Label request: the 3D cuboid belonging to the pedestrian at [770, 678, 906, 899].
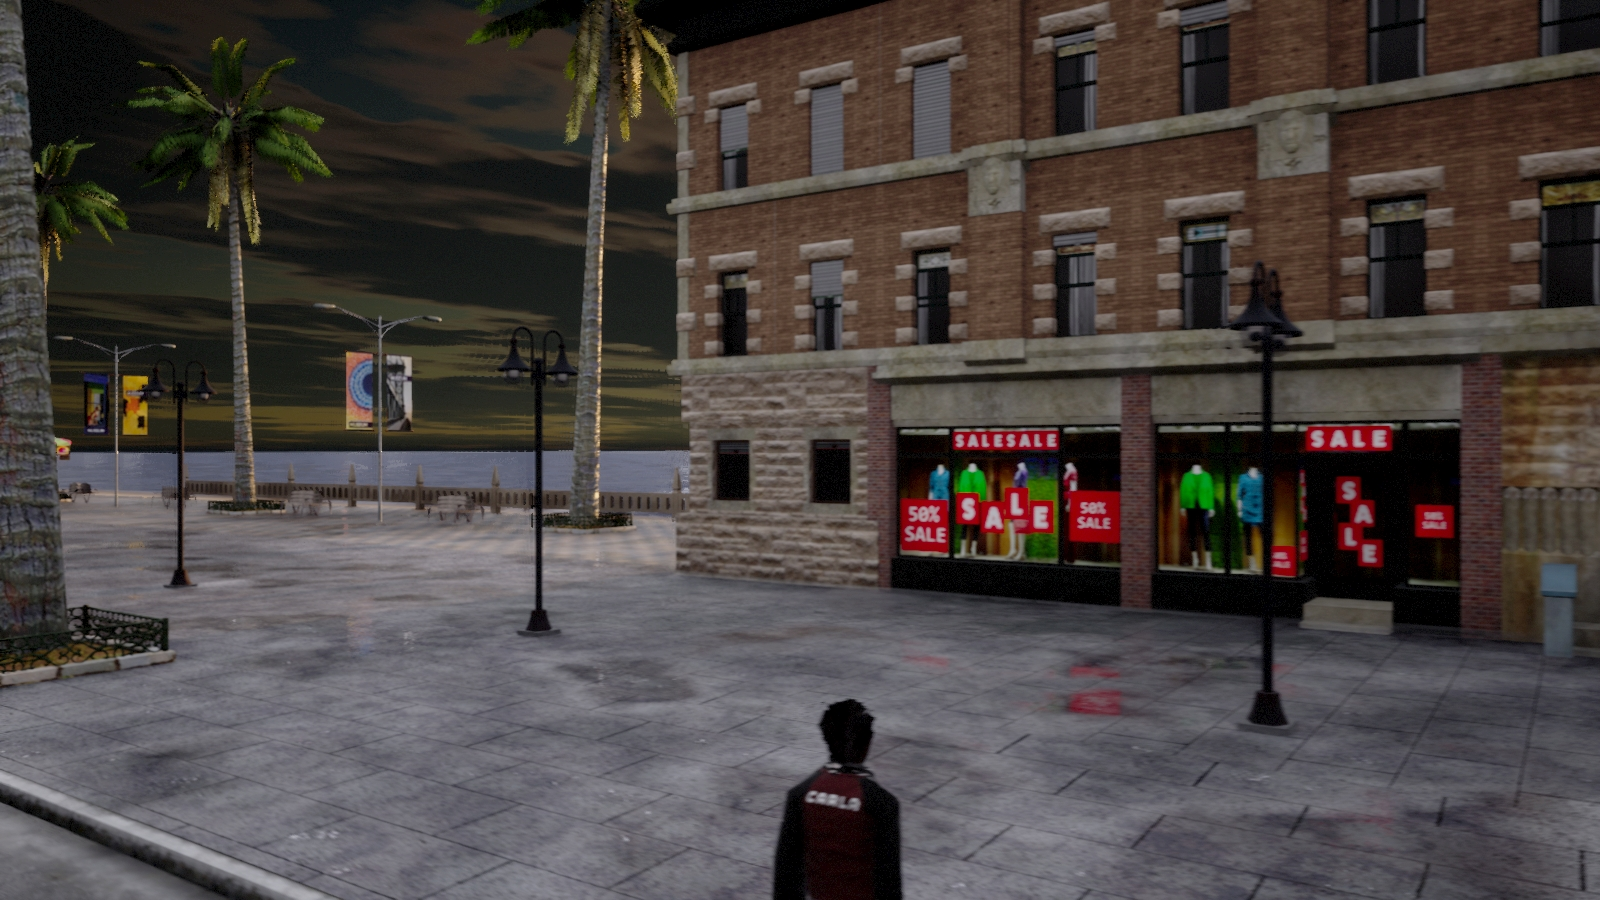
[{"bbox_3d":[0.149,1.847,4.341,0.375,1.860,0.375,0,0,33],"label":"pedestrian"}]
